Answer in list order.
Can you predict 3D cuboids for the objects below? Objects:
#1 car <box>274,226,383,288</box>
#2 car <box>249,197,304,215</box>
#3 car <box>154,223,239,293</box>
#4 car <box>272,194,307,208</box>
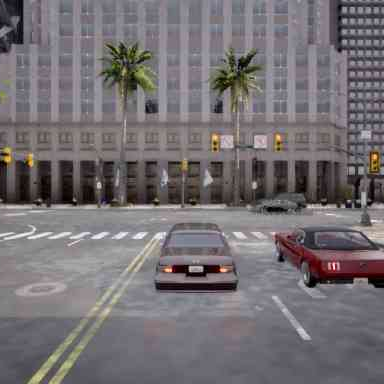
[{"bbox_3d":[3.641,1.601,9.257,1.895,1.301,4.718,0,0,2],"label":"car"},{"bbox_3d":[8.266,1.493,33.713,4.902,1.511,2.128,0,0,-10],"label":"car"},{"bbox_3d":[0.095,1.547,8.989,2.033,1.411,5.357,0,0,0],"label":"car"},{"bbox_3d":[10.148,1.224,37.884,5.566,2.045,2.150,0,0,0],"label":"car"}]
